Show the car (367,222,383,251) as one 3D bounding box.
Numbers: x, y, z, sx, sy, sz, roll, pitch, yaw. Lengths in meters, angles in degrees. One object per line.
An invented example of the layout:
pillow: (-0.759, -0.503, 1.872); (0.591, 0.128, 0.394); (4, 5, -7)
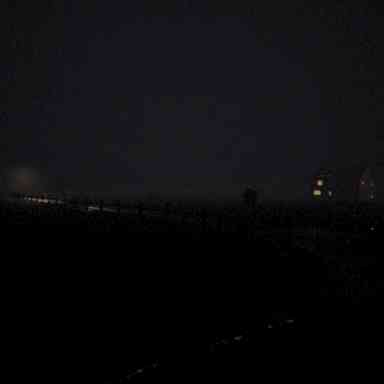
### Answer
car: (8.658, 1.577, 11.589); (1.812, 1.442, 4.674); (1, 0, -36)

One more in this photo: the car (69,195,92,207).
car: (-14.547, 1.123, 43.166); (2.128, 1.511, 4.902); (1, 0, -36)
